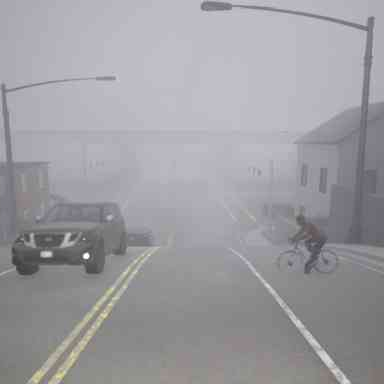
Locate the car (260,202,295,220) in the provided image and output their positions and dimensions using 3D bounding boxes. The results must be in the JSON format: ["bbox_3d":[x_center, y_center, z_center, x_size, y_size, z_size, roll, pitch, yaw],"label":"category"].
[{"bbox_3d":[11.656,2.376,42.813,5.566,2.045,2.150,0,8,1],"label":"car"}]

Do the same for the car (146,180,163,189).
[{"bbox_3d":[-7.789,-1.692,72.399,4.974,1.542,2.038,8,11,43],"label":"car"}]

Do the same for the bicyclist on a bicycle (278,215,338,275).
[{"bbox_3d":[3.113,1.444,8.981,1.656,1.620,0.582,-2,0,1],"label":"bicyclist on a bicycle"}]

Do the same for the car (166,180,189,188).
[{"bbox_3d":[-3.140,-1.857,72.422,4.536,1.218,1.853,-6,10,-36],"label":"car"}]

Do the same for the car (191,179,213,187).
[{"bbox_3d":[2.139,-1.975,73.201,4.536,1.218,1.853,4,9,28],"label":"car"}]

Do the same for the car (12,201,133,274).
[{"bbox_3d":[-3.624,1.320,11.014,2.150,2.045,5.566,0,-3,0],"label":"car"}]

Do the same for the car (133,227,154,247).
[{"bbox_3d":[-3.758,3.162,23.141,1.882,1.535,5.008,0,-12,-1],"label":"car"}]

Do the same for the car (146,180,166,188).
[{"bbox_3d":[-7.827,-1.853,72.412,4.536,1.218,1.853,8,11,43],"label":"car"}]

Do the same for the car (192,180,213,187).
[{"bbox_3d":[2.185,-1.815,73.199,4.974,1.542,2.038,4,9,28],"label":"car"}]

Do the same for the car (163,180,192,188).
[{"bbox_3d":[-3.181,-1.697,72.414,4.974,1.542,2.038,-6,10,-36],"label":"car"}]
